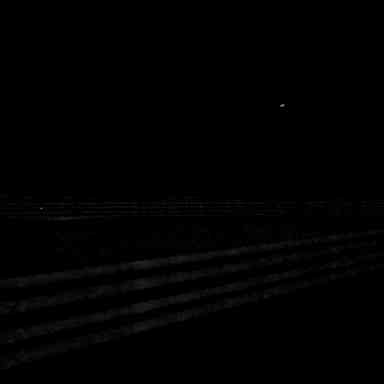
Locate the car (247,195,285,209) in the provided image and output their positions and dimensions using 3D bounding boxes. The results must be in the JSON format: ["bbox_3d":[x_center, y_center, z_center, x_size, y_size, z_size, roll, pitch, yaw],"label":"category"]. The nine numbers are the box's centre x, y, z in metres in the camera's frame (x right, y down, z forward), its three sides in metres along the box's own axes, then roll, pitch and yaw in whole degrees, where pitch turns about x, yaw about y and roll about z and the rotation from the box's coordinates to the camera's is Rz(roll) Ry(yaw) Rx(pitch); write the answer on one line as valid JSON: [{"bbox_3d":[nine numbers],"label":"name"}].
[{"bbox_3d":[7.363,1.122,34.764,4.892,1.490,1.837,0,0,-14],"label":"car"}]

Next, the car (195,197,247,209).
[{"bbox_3d":[2.350,1.208,29.955,4.181,1.385,1.994,0,0,-14],"label":"car"}]

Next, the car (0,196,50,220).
[{"bbox_3d":[-12.370,1.069,22.811,4.892,1.490,1.837,0,0,-14],"label":"car"}]
